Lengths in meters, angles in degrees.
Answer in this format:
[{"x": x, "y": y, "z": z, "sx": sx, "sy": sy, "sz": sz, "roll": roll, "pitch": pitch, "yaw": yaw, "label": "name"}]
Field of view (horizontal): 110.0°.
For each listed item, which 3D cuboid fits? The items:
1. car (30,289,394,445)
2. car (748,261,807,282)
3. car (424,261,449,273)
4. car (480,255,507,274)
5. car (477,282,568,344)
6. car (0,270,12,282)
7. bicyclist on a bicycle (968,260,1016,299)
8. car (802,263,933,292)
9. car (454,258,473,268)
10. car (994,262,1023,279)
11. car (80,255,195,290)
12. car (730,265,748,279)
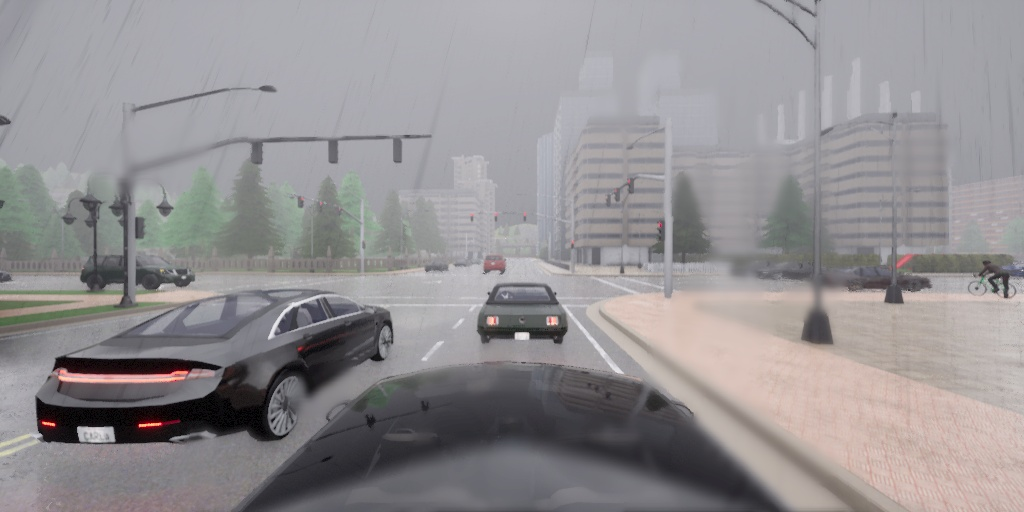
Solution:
[{"x": -3.330, "y": 1.236, "z": 5.343, "sx": 2.128, "sy": 1.511, "sz": 4.902, "roll": 0, "pitch": 0, "yaw": 1, "label": "car"}, {"x": 21.285, "y": 1.211, "z": 27.344, "sx": 4.892, "sy": 1.490, "sz": 1.837, "roll": 0, "pitch": 0, "yaw": 2, "label": "car"}, {"x": -8.946, "y": 1.284, "z": 42.887, "sx": 1.895, "sy": 1.301, "sz": 4.718, "roll": 0, "pitch": 0, "yaw": 3, "label": "car"}, {"x": -1.842, "y": 0.910, "z": 39.462, "sx": 2.150, "sy": 2.045, "sz": 5.566, "roll": 0, "pitch": 0, "yaw": 2, "label": "car"}, {"x": 0.263, "y": 1.338, "z": 9.494, "sx": 1.895, "sy": 1.301, "sz": 4.718, "roll": 0, "pitch": 0, "yaw": 1, "label": "car"}, {"x": -38.852, "y": 1.277, "z": 25.691, "sx": 4.181, "sy": 1.385, "sz": 1.994, "roll": 0, "pitch": 0, "yaw": 2, "label": "car"}, {"x": 21.181, "y": 1.026, "z": 15.858, "sx": 0.582, "sy": 1.620, "sz": 1.656, "roll": 0, "pitch": 0, "yaw": 2, "label": "bicyclist on a bicycle"}, {"x": 20.045, "y": 1.266, "z": 20.224, "sx": 5.357, "sy": 1.411, "sz": 2.033, "roll": 0, "pitch": 0, "yaw": 2, "label": "car"}, {"x": -8.303, "y": 1.203, "z": 59.848, "sx": 2.033, "sy": 1.411, "sz": 5.357, "roll": 0, "pitch": 0, "yaw": 2, "label": "car"}, {"x": 43.834, "y": 1.179, "z": 30.062, "sx": 5.008, "sy": 1.535, "sz": 1.882, "roll": 0, "pitch": 0, "yaw": 2, "label": "car"}, {"x": -22.430, "y": 0.941, "z": 21.580, "sx": 5.566, "sy": 2.045, "sz": 2.150, "roll": 0, "pitch": 0, "yaw": 2, "label": "car"}, {"x": 21.452, "y": 1.205, "z": 30.840, "sx": 4.892, "sy": 1.490, "sz": 1.837, "roll": 0, "pitch": 0, "yaw": 2, "label": "car"}]
